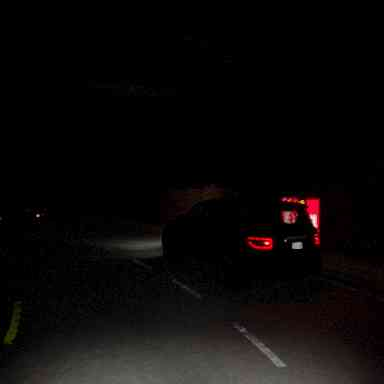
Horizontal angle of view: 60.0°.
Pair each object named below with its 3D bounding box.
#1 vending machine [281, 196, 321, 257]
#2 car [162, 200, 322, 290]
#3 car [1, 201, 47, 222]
[{"bbox_3d":[3.954,1.195,12.097,1.100,2.100,0.880,0,0,-29],"label":"vending machine"},{"bbox_3d":[1.026,1.223,9.486,2.150,2.045,5.566,0,0,-27],"label":"car"},{"bbox_3d":[-13.307,1.505,26.260,4.892,1.490,1.837,0,0,40],"label":"car"}]
